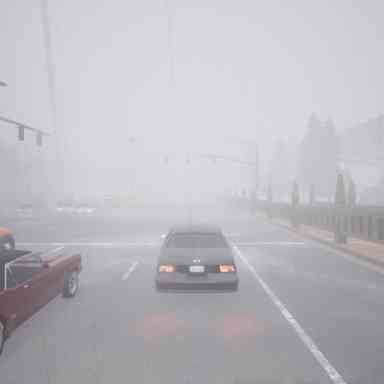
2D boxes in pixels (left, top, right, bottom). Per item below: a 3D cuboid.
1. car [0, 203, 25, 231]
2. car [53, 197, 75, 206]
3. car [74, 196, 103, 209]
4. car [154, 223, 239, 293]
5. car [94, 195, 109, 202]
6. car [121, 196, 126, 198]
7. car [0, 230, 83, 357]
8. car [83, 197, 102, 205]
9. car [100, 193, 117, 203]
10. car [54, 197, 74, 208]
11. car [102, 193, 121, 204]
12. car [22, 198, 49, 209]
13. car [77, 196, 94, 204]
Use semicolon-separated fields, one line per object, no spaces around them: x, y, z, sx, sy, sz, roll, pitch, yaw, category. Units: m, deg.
-6.910;1.352;9.201;2.097;1.767;4.553;0;0;0;car
-21.141;1.526;55.032;1.812;1.442;4.674;0;0;0;car
-14.135;1.564;45.511;1.994;1.385;4.181;0;0;0;car
0.090;1.547;8.994;2.033;1.411;5.357;0;0;0;car
-21.085;1.535;78.013;2.033;1.411;5.357;0;0;0;car
-14.093;1.525;66.701;1.812;1.442;4.674;0;0;1;car
-3.406;1.601;5.537;1.895;1.301;4.718;0;0;0;car
-17.621;1.601;59.252;1.895;1.301;4.718;0;0;0;car
-17.576;1.225;70.038;2.150;2.045;5.566;0;0;0;car
-17.627;1.564;47.745;1.994;1.385;4.181;0;0;0;car
-14.135;1.221;56.368;2.150;2.045;5.566;0;0;0;car
-21.205;1.548;44.815;2.033;1.411;5.357;0;0;2;car
-21.074;1.564;66.135;1.994;1.385;4.181;0;0;0;car
